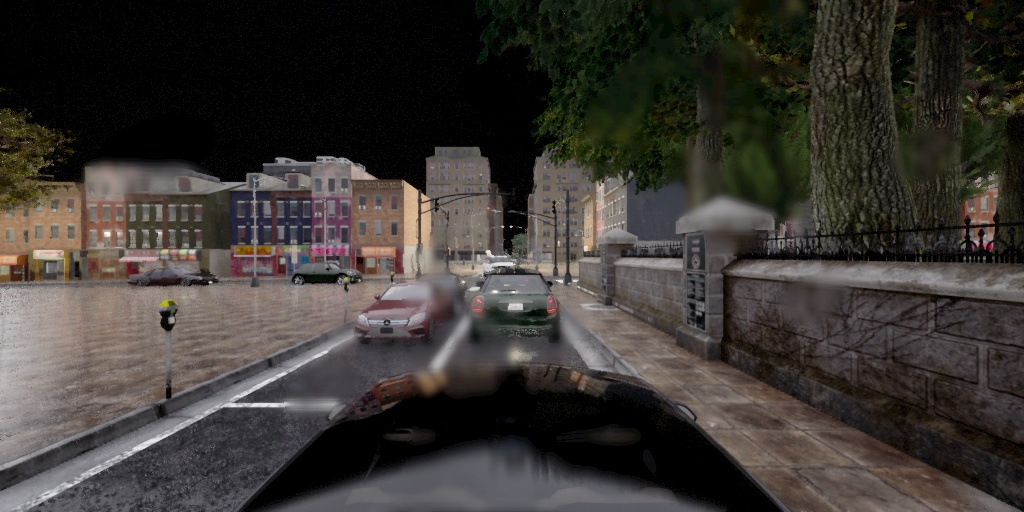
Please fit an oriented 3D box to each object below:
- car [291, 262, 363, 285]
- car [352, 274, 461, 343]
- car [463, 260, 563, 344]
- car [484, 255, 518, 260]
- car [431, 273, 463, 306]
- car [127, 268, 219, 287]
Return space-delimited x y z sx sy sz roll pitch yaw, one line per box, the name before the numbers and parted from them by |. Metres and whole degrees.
car | -13.391 1.230 26.207 4.553 1.767 2.097 -1 0 0
car | -2.638 1.331 9.637 1.802 1.307 4.207 0 0 0
car | 0.073 1.101 9.752 2.097 1.767 4.553 0 0 0
car | -1.227 0.967 32.030 2.150 2.045 5.566 -1 0 -15
car | -2.638 1.315 13.299 1.948 1.339 4.313 0 0 0
car | -24.669 1.568 26.163 5.357 1.411 2.033 -1 0 0
